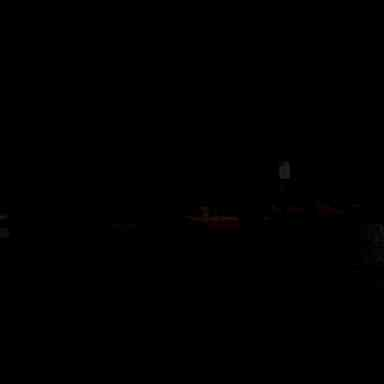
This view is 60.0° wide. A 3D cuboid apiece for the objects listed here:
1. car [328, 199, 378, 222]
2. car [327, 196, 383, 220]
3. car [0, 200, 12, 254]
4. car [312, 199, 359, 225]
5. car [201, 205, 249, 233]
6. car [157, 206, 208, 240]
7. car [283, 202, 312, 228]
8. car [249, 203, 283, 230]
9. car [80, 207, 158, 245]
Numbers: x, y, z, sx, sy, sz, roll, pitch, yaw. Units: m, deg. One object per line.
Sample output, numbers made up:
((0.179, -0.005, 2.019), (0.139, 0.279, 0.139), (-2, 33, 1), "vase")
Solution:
((11.982, 1.605, 27.285), (2.231, 1.521, 4.892), (0, 0, -35), "car")
((14.259, 1.366, 28.881), (2.435, 2.045, 5.566), (0, 0, -35), "car")
((-8.436, 1.230, 12.849), (2.435, 2.045, 5.566), (0, 0, -35), "car")
((9.711, 1.590, 25.682), (2.097, 1.535, 5.008), (0, 0, -35), "car")
((0.547, 1.529, 19.401), (1.946, 1.575, 5.366), (0, 0, -35), "car")
((-1.598, 1.548, 17.620), (2.163, 1.488, 4.792), (0, 0, -35), "car")
((5.085, 1.561, 22.394), (2.097, 1.535, 5.008), (0, 0, -35), "car")
((2.904, 1.576, 20.878), (2.163, 1.488, 4.792), (0, 0, -35), "car")
((-3.865, 1.534, 16.015), (2.163, 1.488, 4.792), (0, 0, -35), "car")
